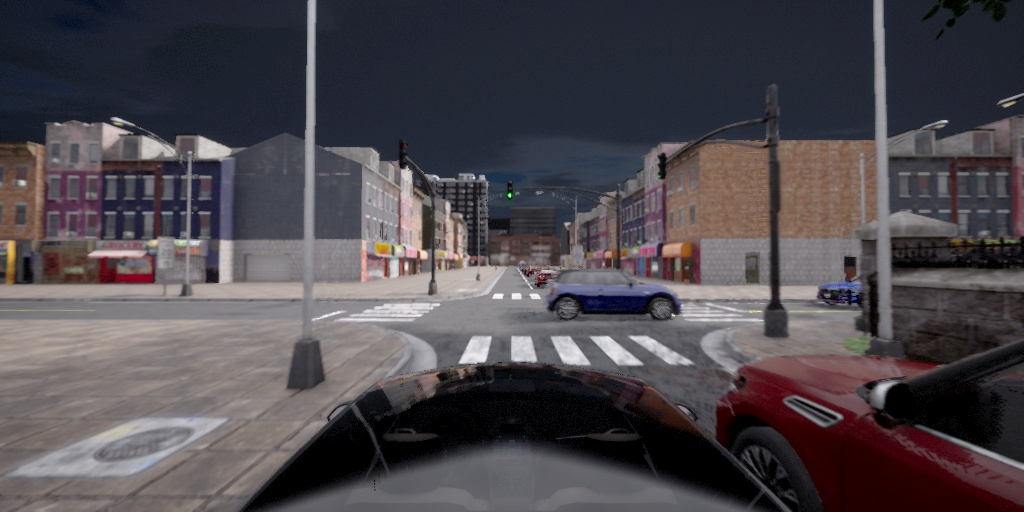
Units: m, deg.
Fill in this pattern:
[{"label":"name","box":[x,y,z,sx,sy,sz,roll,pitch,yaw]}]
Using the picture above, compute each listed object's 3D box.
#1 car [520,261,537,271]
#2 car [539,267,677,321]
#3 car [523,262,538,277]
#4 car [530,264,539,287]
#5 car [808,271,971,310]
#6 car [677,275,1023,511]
[{"label":"car","box":[2.628,1.628,48.965,2.192,1.841,5.009,0,0,0]},{"label":"car","box":[3.389,1.219,12.518,4.553,1.767,2.097,0,-1,0]},{"label":"car","box":[2.629,1.788,43.528,1.888,1.381,4.507,0,0,0]},{"label":"car","box":[2.633,1.586,27.218,1.888,1.381,4.507,0,0,0]},{"label":"car","box":[16.032,1.425,15.417,5.008,1.535,1.882,0,-1,0]},{"label":"car","box":[2.638,1.055,0.791,2.192,1.841,5.009,0,0,0]}]
